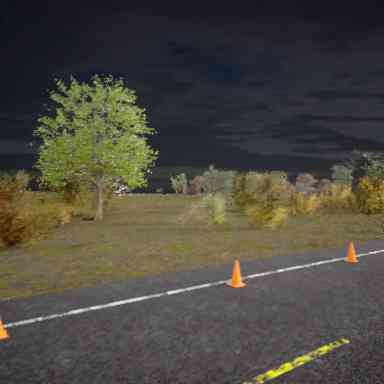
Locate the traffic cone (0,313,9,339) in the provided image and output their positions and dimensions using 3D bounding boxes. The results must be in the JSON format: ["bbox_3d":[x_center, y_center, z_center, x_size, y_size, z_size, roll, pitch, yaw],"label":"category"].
[{"bbox_3d":[-3.022,1.926,5.109,0.340,0.580,0.340,0,0,-36],"label":"traffic cone"}]

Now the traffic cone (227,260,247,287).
[{"bbox_3d":[1.085,1.939,8.015,0.340,0.580,0.340,0,0,-35],"label":"traffic cone"}]

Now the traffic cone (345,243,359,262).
[{"bbox_3d":[5.221,1.953,10.881,0.340,0.580,0.340,0,0,-34],"label":"traffic cone"}]
